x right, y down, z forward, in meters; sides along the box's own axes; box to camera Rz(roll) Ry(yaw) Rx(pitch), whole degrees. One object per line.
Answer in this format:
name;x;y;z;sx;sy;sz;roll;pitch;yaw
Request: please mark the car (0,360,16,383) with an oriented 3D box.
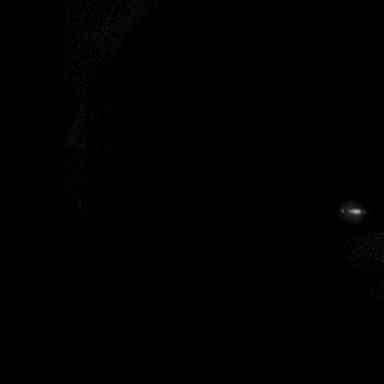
car;-2.800;1.558;1.103;4.181;1.385;1.994;0;0;-35
